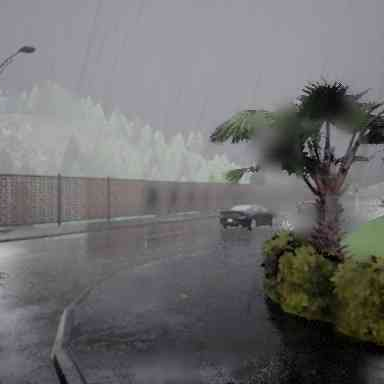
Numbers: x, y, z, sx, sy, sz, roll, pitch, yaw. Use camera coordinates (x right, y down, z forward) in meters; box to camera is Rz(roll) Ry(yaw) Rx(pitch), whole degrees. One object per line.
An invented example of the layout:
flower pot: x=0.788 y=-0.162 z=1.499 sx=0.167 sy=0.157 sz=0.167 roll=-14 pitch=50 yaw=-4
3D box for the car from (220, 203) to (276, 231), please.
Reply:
car: x=3.618 y=1.462 z=20.778 sx=1.882 sy=1.535 sz=5.008 roll=0 pitch=0 yaw=36

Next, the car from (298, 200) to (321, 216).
car: x=11.745 y=1.476 z=32.051 sx=2.128 sy=1.511 sz=4.902 roll=0 pitch=0 yaw=35
